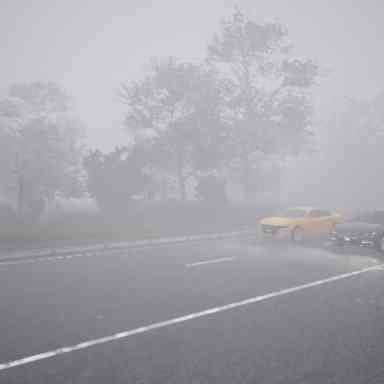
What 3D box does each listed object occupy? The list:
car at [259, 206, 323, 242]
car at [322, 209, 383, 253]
[{"bbox_3d":[5.506,1.485,16.520,5.008,1.535,1.882,0,0,-35],"label":"car"},{"bbox_3d":[7.775,1.513,13.839,4.892,1.490,1.837,0,0,-35],"label":"car"}]
